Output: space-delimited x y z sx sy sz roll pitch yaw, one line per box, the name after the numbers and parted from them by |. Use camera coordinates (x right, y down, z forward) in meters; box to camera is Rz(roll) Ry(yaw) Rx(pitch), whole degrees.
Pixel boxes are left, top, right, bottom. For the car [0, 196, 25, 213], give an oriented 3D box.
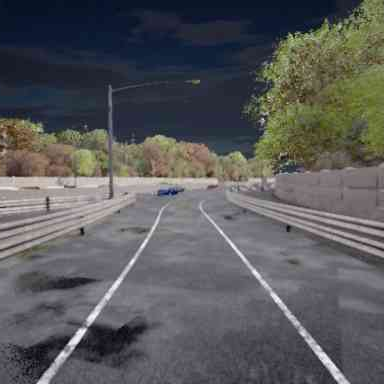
-15.187 0.963 25.379 2.128 1.511 4.902 1 2 23 | car

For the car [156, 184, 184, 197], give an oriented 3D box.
-3.607 -0.066 52.144 1.882 1.535 5.008 1 3 24 | car

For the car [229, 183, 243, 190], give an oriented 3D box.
10.814 -1.277 85.037 1.994 1.385 4.181 1 2 24 | car

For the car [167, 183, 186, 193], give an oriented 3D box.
-2.758 -0.435 62.866 1.837 1.490 4.892 1 2 24 | car

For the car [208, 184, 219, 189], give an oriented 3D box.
5.951 -1.552 91.362 1.882 1.535 5.008 1 2 24 | car
